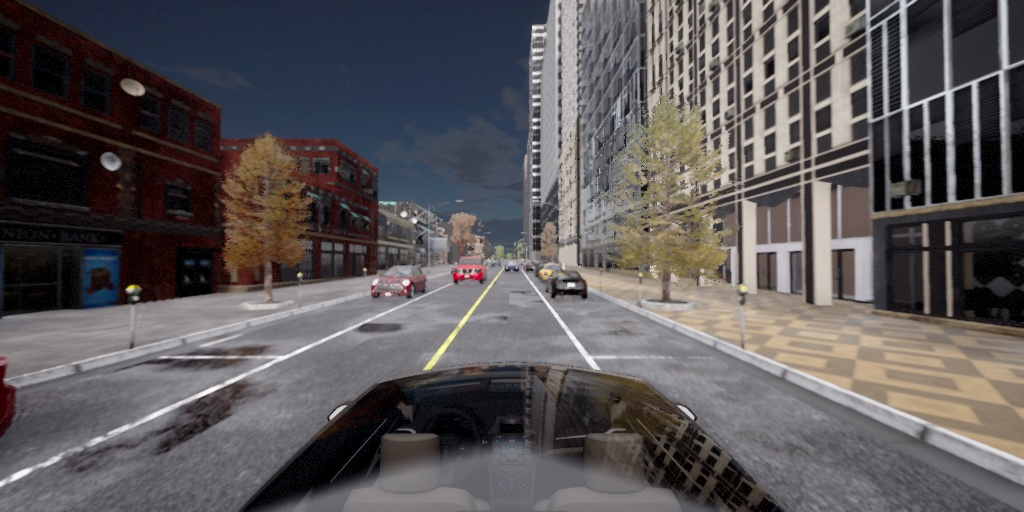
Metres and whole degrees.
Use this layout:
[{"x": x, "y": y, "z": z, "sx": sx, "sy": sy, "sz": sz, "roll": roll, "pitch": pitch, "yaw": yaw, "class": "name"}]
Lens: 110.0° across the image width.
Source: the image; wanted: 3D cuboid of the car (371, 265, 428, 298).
[{"x": -5.691, "y": 1.237, "z": 18.458, "sx": 1.967, "sy": 1.591, "sz": 4.097, "roll": 0, "pitch": 0, "yaw": 0, "class": "car"}]

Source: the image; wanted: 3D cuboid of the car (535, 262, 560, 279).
[{"x": 3.148, "y": 1.284, "z": 28.855, "sx": 1.801, "sy": 1.575, "sz": 5.366, "roll": 0, "pitch": 0, "yaw": 0, "class": "car"}]

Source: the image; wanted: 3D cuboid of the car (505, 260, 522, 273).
[{"x": 0.003, "y": 1.505, "z": 46.508, "sx": 1.895, "sy": 1.301, "sz": 4.718, "roll": 0, "pitch": 0, "yaw": 0, "class": "car"}]

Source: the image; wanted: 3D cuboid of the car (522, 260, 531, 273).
[{"x": 2.656, "y": 1.444, "z": 46.623, "sx": 1.948, "sy": 1.339, "sz": 4.313, "roll": 0, "pitch": 0, "yaw": 0, "class": "car"}]

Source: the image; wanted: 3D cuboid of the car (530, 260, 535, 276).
[{"x": 3.144, "y": 1.350, "z": 35.665, "sx": 1.837, "sy": 1.490, "sz": 4.892, "roll": 0, "pitch": 0, "yaw": 0, "class": "car"}]

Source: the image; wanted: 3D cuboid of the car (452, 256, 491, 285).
[{"x": -3.101, "y": 1.044, "z": 27.495, "sx": 2.150, "sy": 2.045, "sz": 5.566, "roll": 0, "pitch": 0, "yaw": 0, "class": "car"}]

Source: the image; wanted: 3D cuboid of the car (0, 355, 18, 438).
[{"x": -5.690, "y": 1.295, "z": 1.526, "sx": 1.888, "sy": 1.381, "sz": 4.507, "roll": 0, "pitch": 0, "yaw": 0, "class": "car"}]

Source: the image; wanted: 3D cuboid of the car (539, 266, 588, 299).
[{"x": 2.690, "y": 1.363, "z": 18.403, "sx": 1.948, "sy": 1.339, "sz": 4.313, "roll": 0, "pitch": 0, "yaw": 0, "class": "car"}]
